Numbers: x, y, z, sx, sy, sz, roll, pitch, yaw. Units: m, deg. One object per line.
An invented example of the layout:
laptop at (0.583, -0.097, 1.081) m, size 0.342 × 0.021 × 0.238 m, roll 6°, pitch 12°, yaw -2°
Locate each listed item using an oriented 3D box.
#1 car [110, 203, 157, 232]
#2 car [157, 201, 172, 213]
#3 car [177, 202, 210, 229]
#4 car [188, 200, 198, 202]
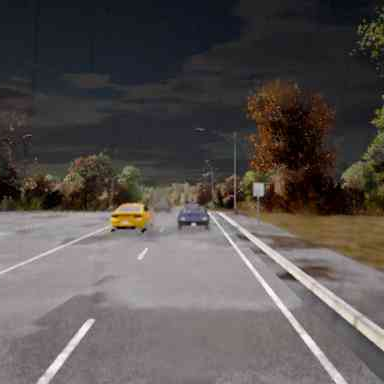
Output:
car at (-3.409, 1.420, 19.607) m, size 1.882 × 1.535 × 5.008 m, roll 0°, pitch 0°, yaw 0°
car at (-3.386, 1.745, 39.640) m, size 2.033 × 1.411 × 5.357 m, roll 0°, pitch -3°, yaw 0°
car at (0.094, 1.540, 21.053) m, size 1.895 × 1.301 × 4.718 m, roll 0°, pitch 0°, yaw 0°
car at (0.113, 1.855, 42.579) m, size 2.128 × 1.511 × 4.902 m, roll 0°, pitch -3°, yaw 0°
